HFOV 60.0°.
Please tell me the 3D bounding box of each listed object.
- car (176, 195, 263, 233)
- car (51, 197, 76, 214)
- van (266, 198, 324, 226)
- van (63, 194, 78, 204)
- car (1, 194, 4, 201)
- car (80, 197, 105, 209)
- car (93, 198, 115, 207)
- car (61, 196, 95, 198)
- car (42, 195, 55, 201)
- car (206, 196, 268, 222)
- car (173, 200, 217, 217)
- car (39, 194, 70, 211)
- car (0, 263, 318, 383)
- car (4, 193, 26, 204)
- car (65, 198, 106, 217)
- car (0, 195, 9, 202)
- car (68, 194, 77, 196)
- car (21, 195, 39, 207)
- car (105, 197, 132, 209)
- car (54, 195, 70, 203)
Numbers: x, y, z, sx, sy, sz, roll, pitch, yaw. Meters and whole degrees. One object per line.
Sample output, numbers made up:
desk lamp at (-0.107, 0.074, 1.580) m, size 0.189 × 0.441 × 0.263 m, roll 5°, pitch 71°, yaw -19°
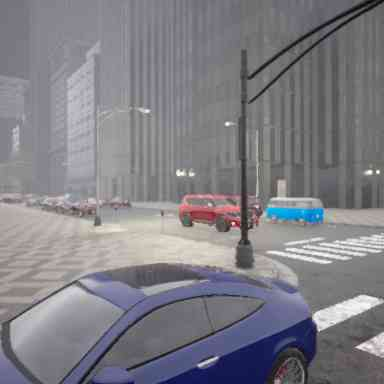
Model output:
car at (1.394, 1.200, 19.928) m, size 2.150 × 2.045 × 5.566 m, roll 0°, pitch 0°, yaw -36°
car at (-13.382, 1.561, 35.687) m, size 1.802 × 1.307 × 4.206 m, roll 0°, pitch 0°, yaw -36°
van at (6.868, 1.295, 22.543) m, size 1.690 × 1.788 × 3.998 m, roll 0°, pitch 0°, yaw -36°
van at (-23.207, 1.258, 63.435) m, size 1.690 × 1.788 × 3.998 m, roll 0°, pitch 0°, yaw -36°
car at (-36.772, 1.243, 67.488) m, size 2.192 × 1.841 × 5.009 m, roll 0°, pitch 0°, yaw -36°
car at (-13.714, 1.477, 45.791) m, size 1.812 × 1.442 × 4.674 m, roll 0°, pitch 0°, yaw -36°
car at (-13.183, 1.519, 49.806) m, size 1.802 × 1.307 × 4.206 m, roll 0°, pitch 0°, yaw -36°
car at (-14.148, 1.514, 41.118) m, size 2.033 × 1.411 × 5.357 m, roll 0°, pitch 0°, yaw -36°
car at (-33.348, 1.401, 77.235) m, size 1.752 × 1.417 × 4.829 m, roll 0°, pitch 0°, yaw -35°
car at (3.525, 1.268, 27.087) m, size 2.192 × 1.841 × 5.009 m, roll 0°, pitch 0°, yaw -36°
car at (0.184, 1.516, 31.632) m, size 1.947 × 1.339 × 4.313 m, roll 0°, pitch 0°, yaw -36°
car at (-16.723, 1.416, 40.230) m, size 1.967 × 1.590 × 4.097 m, roll 0°, pitch 0°, yaw -36°
car at (-0.619, 1.520, 3.155) m, size 4.674 × 1.442 × 1.812 m, roll 0°, pitch 0°, yaw -38°
car at (-33.430, 1.256, 62.945) m, size 2.192 × 1.841 × 5.009 m, roll 0°, pitch 0°, yaw -36°
car at (-10.040, 1.527, 31.144) m, size 1.887 × 1.381 × 4.507 m, roll 0°, pitch 0°, yaw -36°
car at (-43.330, 1.424, 76.405) m, size 1.752 × 1.417 × 4.829 m, roll 0°, pitch 0°, yaw -35°
car at (-19.745, 1.507, 53.904) m, size 1.994 × 1.385 × 4.181 m, roll 0°, pitch 0°, yaw -36°
car at (-23.405, 1.519, 49.315) m, size 2.008 × 1.369 × 4.403 m, roll 0°, pitch 0°, yaw -36°
car at (-9.840, 1.381, 45.261) m, size 1.967 × 1.590 × 4.097 m, roll 0°, pitch 0°, yaw -36°
car at (-26.650, 1.430, 68.118) m, size 1.752 × 1.417 × 4.829 m, roll 0°, pitch 0°, yaw -36°
